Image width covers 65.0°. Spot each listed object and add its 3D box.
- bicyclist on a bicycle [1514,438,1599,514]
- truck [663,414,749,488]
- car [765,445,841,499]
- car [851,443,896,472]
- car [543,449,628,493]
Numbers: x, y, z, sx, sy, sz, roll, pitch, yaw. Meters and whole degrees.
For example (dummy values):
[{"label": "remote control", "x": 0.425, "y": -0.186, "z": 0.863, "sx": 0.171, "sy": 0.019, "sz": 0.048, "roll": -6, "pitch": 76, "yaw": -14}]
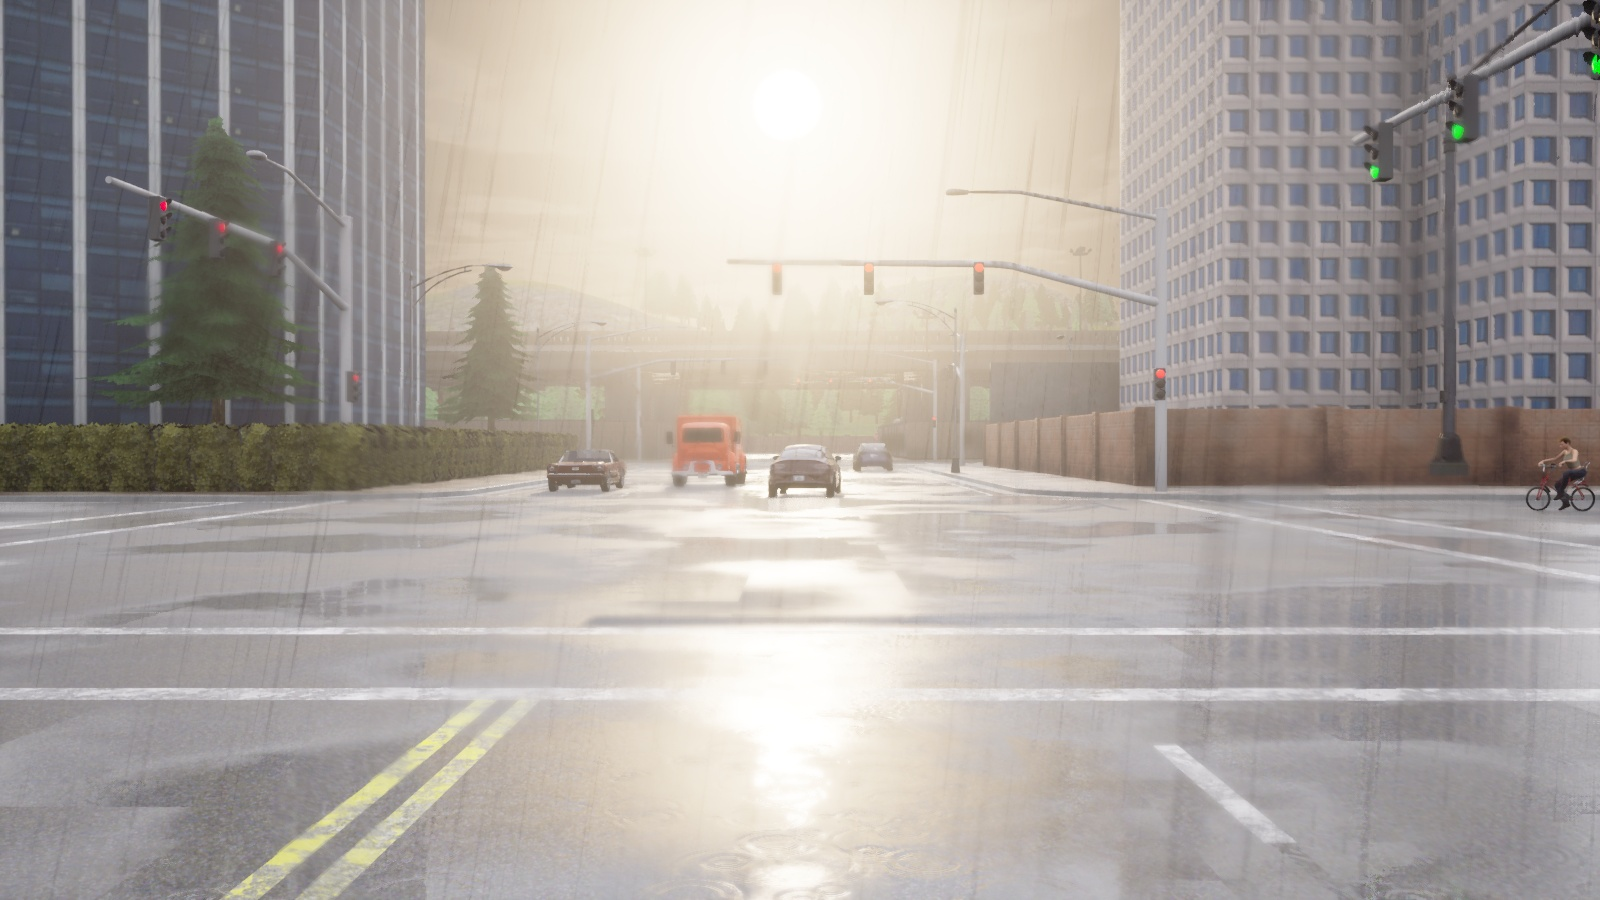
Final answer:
[{"label": "bicyclist on a bicycle", "x": 16.391, "y": 0.543, "z": 27.066, "sx": 1.509, "sy": 1.612, "sz": 0.866, "roll": 0, "pitch": 0, "yaw": 0}, {"label": "truck", "x": -3.246, "y": 0.006, "z": 44.496, "sx": 2.627, "sy": 2.467, "sz": 5.204, "roll": 0, "pitch": 0, "yaw": 0}, {"label": "car", "x": 0.166, "y": 0.570, "z": 35.919, "sx": 1.812, "sy": 1.442, "sz": 4.674, "roll": 0, "pitch": 0, "yaw": 5}, {"label": "car", "x": 3.876, "y": 0.370, "z": 67.134, "sx": 2.163, "sy": 1.488, "sz": 4.792, "roll": 0, "pitch": 0, "yaw": 0}, {"label": "car", "x": -6.769, "y": 0.615, "z": 40.157, "sx": 1.895, "sy": 1.301, "sz": 4.718, "roll": 0, "pitch": 0, "yaw": 0}]
